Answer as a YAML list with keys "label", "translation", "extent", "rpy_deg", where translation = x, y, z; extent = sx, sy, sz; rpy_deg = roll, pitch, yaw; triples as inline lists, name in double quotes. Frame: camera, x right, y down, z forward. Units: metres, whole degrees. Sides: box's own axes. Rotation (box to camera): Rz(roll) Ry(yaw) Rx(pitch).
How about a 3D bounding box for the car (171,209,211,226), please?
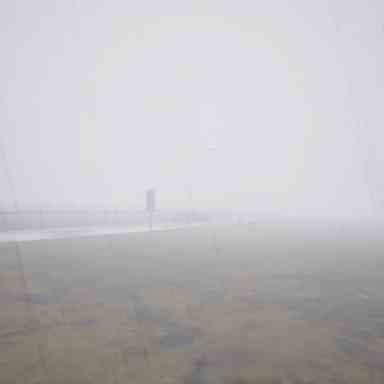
- label: "car"
  translation: [0.005, 2.408, 32.096]
  extent: [2.128, 1.511, 4.902]
  rpy_deg: [-1, -3, 35]
